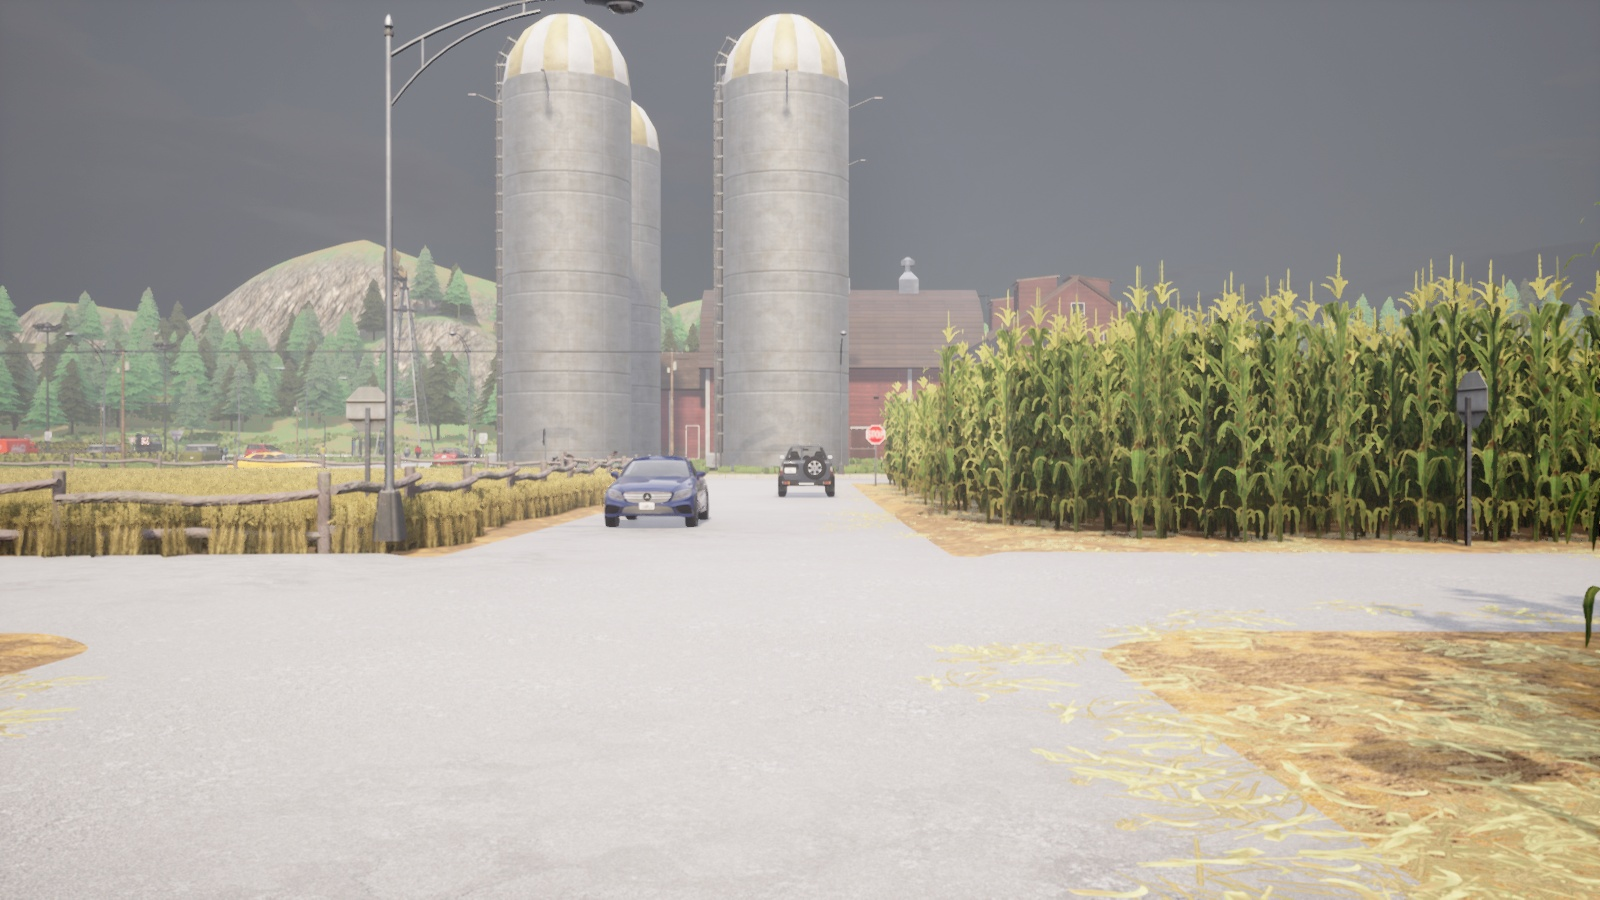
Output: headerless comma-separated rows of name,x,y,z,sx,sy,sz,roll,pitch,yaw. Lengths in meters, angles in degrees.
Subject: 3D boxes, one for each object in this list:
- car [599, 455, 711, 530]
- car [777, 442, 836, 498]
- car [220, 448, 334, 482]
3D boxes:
car,-2.964,0.832,26.627,1.812,1.442,4.674,0,0,0
car,0.214,0.650,43.364,1.932,1.855,4.605,0,0,0
car,-25.568,0.707,61.359,5.366,1.575,1.801,0,0,20
